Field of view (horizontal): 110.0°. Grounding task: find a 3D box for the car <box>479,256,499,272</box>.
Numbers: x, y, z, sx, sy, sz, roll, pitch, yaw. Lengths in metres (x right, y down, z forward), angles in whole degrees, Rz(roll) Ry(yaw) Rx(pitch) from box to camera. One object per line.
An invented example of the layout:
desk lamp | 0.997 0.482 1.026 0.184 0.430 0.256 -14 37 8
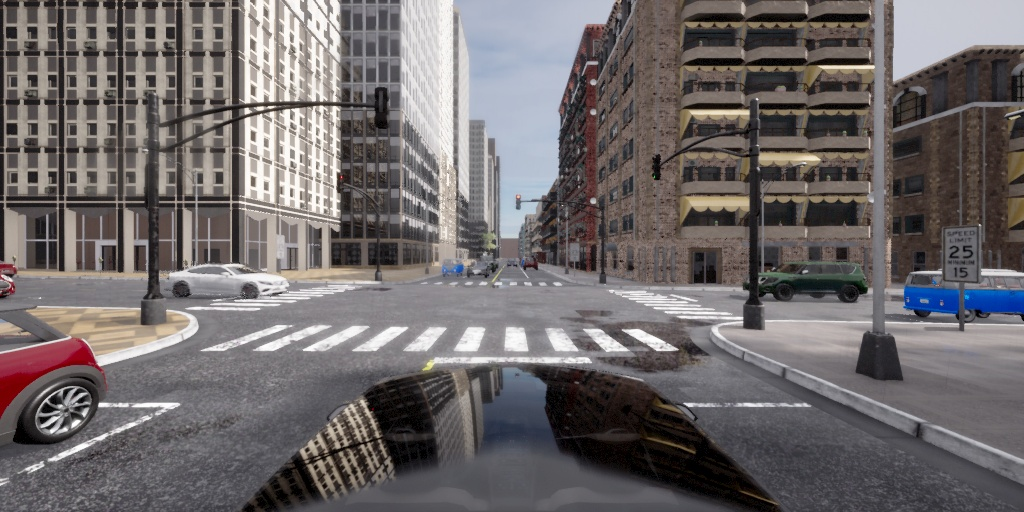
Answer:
car | -3.132 0.982 44.116 2.150 2.045 5.566 0 0 0

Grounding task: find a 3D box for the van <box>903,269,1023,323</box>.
van | 16.903 1.453 13.091 3.998 1.789 1.690 0 0 0

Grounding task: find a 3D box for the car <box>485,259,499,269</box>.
car | -3.124 1.245 56.662 1.882 1.535 5.008 0 0 0

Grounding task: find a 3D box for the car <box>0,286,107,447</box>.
car | -5.691 1.190 2.357 1.967 1.591 4.097 0 0 0

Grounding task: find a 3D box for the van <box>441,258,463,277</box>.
van | -5.716 1.097 34.831 1.690 1.789 3.998 0 0 0

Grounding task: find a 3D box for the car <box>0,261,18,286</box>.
car | -21.156 0.818 13.112 4.097 1.591 1.967 0 0 0

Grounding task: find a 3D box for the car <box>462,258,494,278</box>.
car | -3.127 1.247 33.965 2.128 1.511 4.902 0 0 0

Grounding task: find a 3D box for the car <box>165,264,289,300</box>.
car | -12.422 1.068 15.738 4.674 1.442 1.812 1 0 0

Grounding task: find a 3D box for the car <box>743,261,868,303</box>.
car | 15.445 1.297 19.012 5.566 2.045 2.150 1 0 0

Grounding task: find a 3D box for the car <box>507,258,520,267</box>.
car | 0.050 1.374 64.508 1.895 1.301 4.718 0 0 0

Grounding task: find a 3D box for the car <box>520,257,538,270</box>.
car | 2.651 1.079 51.492 2.192 1.841 5.009 0 0 0
